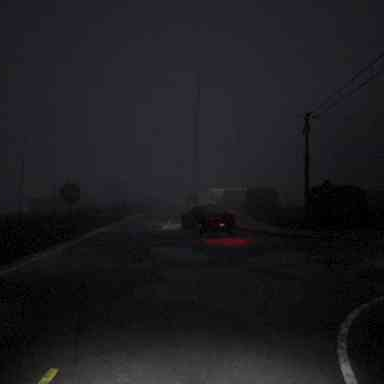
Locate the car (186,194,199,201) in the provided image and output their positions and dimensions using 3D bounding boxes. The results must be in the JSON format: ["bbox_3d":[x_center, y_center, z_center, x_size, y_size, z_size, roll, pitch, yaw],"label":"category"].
[{"bbox_3d":[0.046,1.527,56.178,1.837,1.490,4.892,0,0,0],"label":"car"}]

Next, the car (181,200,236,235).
[{"bbox_3d":[0.790,1.488,18.912,1.882,1.535,5.008,-2,1,-17],"label":"car"}]
